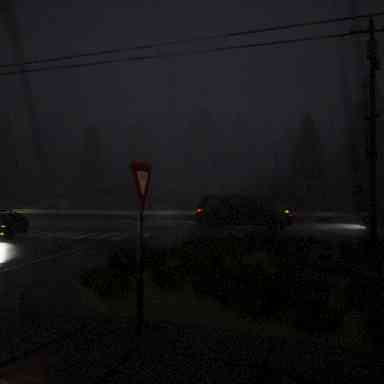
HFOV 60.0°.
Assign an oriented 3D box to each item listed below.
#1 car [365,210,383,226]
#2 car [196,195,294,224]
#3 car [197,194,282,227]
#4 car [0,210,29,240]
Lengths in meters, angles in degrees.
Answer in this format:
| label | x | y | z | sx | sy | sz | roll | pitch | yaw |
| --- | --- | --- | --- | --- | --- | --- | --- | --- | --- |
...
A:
| label | x | y | z | sx | sy | sz | roll | pitch | yaw |
| --- | --- | --- | --- | --- | --- | --- | --- | --- | --- |
| car | 12.891 | 1.473 | 20.267 | 4.181 | 1.385 | 1.994 | 0 | 0 | 15 |
| car | 2.999 | 1.201 | 19.395 | 5.566 | 2.045 | 2.150 | 0 | -1 | 7 |
| car | 3.296 | 1.202 | 22.843 | 5.566 | 2.045 | 2.150 | 0 | 0 | 15 |
| car | -9.940 | 1.640 | 17.248 | 1.994 | 1.385 | 4.181 | 0 | 0 | -13 |
